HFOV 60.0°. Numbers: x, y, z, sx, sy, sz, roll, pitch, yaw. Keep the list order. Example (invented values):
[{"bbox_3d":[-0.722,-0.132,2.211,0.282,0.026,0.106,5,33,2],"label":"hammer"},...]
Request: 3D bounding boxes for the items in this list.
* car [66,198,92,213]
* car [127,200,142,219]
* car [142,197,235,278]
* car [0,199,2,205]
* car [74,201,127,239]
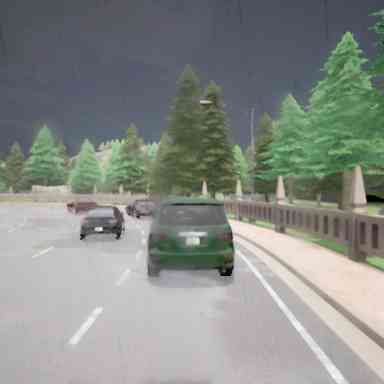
[{"bbox_3d":[-10.715,1.265,31.945,1.882,1.535,5.008,0,0,-33],"label":"car"},{"bbox_3d":[-4.095,1.366,27.278,2.033,1.411,5.357,0,0,-24],"label":"car"},{"bbox_3d":[-0.148,1.156,10.102,2.150,2.045,5.566,0,1,-4],"label":"car"},{"bbox_3d":[-26.144,0.945,41.314,5.566,2.045,2.150,0,0,28],"label":"car"},{"bbox_3d":[-4.396,1.414,16.589,1.812,1.442,4.674,0,0,-9],"label":"car"}]
